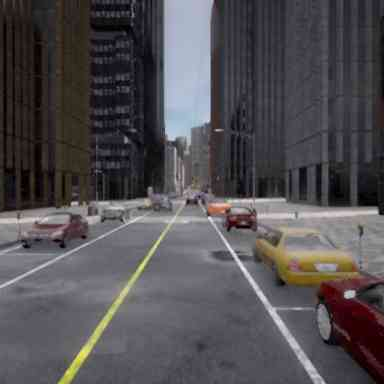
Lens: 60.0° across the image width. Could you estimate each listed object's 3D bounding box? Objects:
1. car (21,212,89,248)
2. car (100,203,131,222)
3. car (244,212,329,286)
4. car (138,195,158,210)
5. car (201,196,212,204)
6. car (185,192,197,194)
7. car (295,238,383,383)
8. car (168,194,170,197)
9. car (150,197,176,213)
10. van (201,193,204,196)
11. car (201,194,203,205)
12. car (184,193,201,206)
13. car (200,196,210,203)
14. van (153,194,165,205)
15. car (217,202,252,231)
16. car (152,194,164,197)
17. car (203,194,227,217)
[{"bbox_3d":[-5.777,1.564,14.554,1.802,1.307,4.206,0,0,0],"label":"car"},{"bbox_3d":[-5.776,1.520,25.604,2.008,1.369,4.403,0,0,0],"label":"car"},{"bbox_3d":[2.771,1.514,9.183,1.752,1.417,4.829,0,0,0],"label":"car"},{"bbox_3d":[-5.776,1.476,42.009,1.752,1.417,4.829,0,0,0],"label":"car"},{"bbox_3d":[2.752,1.478,64.267,2.008,1.369,4.403,0,0,0],"label":"car"},{"bbox_3d":[-0.007,1.369,68.341,2.128,1.511,4.902,0,0,0],"label":"car"},{"bbox_3d":[2.773,1.540,3.488,1.887,1.381,4.507,0,0,0],"label":"car"},{"bbox_3d":[-5.775,1.453,64.107,1.752,1.417,4.829,0,0,0],"label":"car"},{"bbox_3d":[-3.093,1.521,36.399,1.994,1.385,4.181,0,0,0],"label":"car"},{"bbox_3d":[2.756,1.279,53.216,1.690,1.788,3.998,0,0,0],"label":"van"},{"bbox_3d":[2.758,1.384,47.692,1.967,1.590,4.097,0,0,0],"label":"car"},{"bbox_3d":[0.022,1.416,52.912,1.882,1.535,5.008,0,0,0],"label":"car"},{"bbox_3d":[2.751,1.468,69.793,1.887,1.381,4.507,0,0,0],"label":"car"},{"bbox_3d":[-5.776,1.273,58.753,1.690,1.788,3.998,0,0,0],"label":"van"},{"bbox_3d":[2.768,1.521,20.064,1.887,1.381,4.507,0,0,0],"label":"car"},{"bbox_3d":[-5.776,1.253,53.228,2.192,1.841,5.009,0,0,0],"label":"car"},{"bbox_3d":[2.383,1.316,31.026,2.097,1.767,4.553,0,0,0],"label":"car"}]
